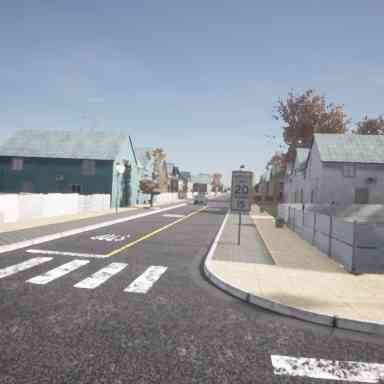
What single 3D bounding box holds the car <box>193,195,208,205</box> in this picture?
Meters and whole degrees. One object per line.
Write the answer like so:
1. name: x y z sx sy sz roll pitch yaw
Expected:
1. car: 1.378 1.198 50.750 1.837 1.490 4.892 3 1 8
